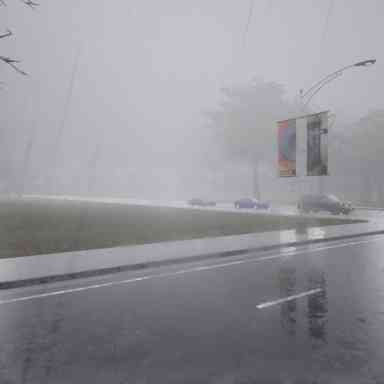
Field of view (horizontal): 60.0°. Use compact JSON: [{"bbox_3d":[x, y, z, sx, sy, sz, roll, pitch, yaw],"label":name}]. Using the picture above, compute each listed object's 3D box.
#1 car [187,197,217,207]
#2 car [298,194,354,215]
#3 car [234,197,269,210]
[{"bbox_3d":[1.424,1.482,50.569,2.033,1.411,5.357,0,0,-36],"label":"car"},{"bbox_3d":[13.518,1.223,33.989,2.150,2.045,5.566,0,0,-36],"label":"car"},{"bbox_3d":[7.507,1.443,42.223,1.882,1.535,5.008,0,0,-36],"label":"car"}]
